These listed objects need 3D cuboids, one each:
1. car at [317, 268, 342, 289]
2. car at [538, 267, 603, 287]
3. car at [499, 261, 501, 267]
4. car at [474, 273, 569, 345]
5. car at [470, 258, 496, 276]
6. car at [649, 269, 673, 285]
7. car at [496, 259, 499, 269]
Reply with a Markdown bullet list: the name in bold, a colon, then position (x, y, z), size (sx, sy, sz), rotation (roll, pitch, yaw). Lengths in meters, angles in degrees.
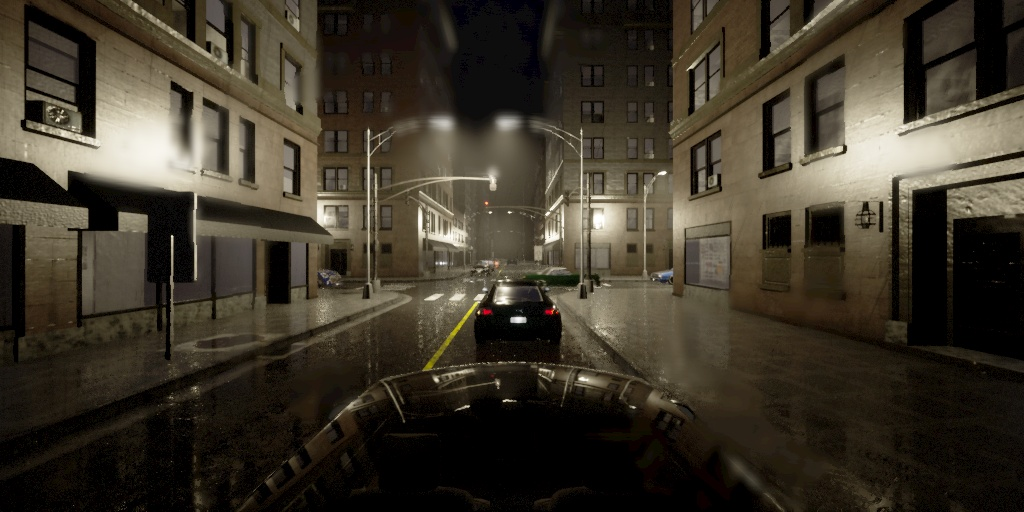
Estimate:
- **car**: position (-12.925, 1.135, 21.912), size (4.553, 1.767, 2.097), rotation (0, 0, 0)
- **car**: position (3.058, 1.343, 21.966), size (4.718, 1.301, 1.895), rotation (0, 0, 0)
- **car**: position (-3.091, 1.092, 55.888), size (2.097, 1.767, 4.553), rotation (0, 0, -1)
- **car**: position (0.113, 1.314, 9.536), size (1.994, 1.385, 4.181), rotation (0, 0, -1)
- **car**: position (-3.098, 1.239, 36.363), size (2.128, 1.511, 4.902), rotation (0, 0, 0)
- **car**: position (12.613, 1.260, 25.197), size (5.357, 1.411, 2.033), rotation (0, 0, 0)
- **car**: position (-3.103, 1.293, 46.106), size (2.033, 1.411, 5.357), rotation (0, 0, 0)
